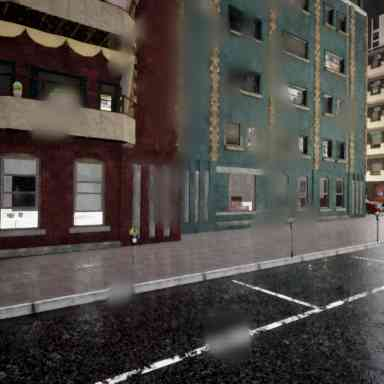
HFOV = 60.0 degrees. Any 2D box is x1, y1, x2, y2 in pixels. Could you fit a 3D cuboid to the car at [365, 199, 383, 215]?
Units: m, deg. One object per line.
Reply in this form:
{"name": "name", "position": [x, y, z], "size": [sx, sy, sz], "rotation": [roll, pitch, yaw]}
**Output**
{"name": "car", "position": [15.690, 1.240, 32.190], "size": [2.192, 1.841, 5.009], "rotation": [1, 0, -36]}
